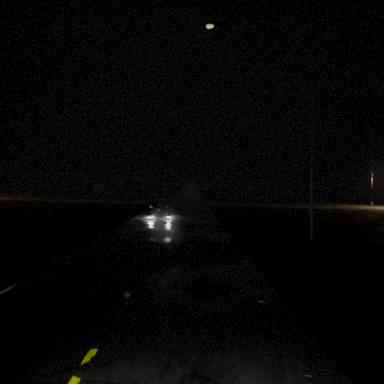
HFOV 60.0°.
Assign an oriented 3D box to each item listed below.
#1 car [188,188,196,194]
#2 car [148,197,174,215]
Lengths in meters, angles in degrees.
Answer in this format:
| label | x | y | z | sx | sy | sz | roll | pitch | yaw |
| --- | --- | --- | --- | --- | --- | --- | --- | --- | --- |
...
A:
| label | x | y | z | sx | sy | sz | roll | pitch | yaw |
| --- | --- | --- | --- | --- | --- | --- | --- | --- | --- |
| car | 0.100 | -0.323 | 89.874 | 2.097 | 1.767 | 4.553 | 0 | 2 | 0 |
| car | -2.773 | 1.220 | 30.269 | 1.812 | 1.442 | 4.674 | 0 | 1 | 0 |
